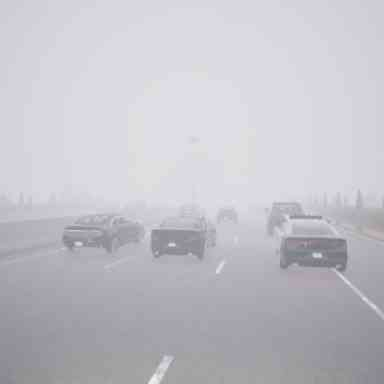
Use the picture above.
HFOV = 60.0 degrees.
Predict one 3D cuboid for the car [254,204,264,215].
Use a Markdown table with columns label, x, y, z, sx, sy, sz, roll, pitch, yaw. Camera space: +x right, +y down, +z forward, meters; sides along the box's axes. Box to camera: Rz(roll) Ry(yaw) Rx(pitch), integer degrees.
| label | x | y | z | sx | sy | sz | roll | pitch | yaw |
| --- | --- | --- | --- | --- | --- | --- | --- | --- | --- |
| car | 10.020 | 2.464 | 46.864 | 1.812 | 1.442 | 4.674 | 0 | -1 | 10 |

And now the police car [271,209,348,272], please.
| label | x | y | z | sx | sy | sz | roll | pitch | yaw |
| --- | --- | --- | --- | --- | --- | --- | --- | --- | --- |
| police car | 3.999 | 1.618 | 11.787 | 1.930 | 1.638 | 5.238 | 0 | -1 | 11 |

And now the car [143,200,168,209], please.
| label | x | y | z | sx | sy | sz | roll | pitch | yaw |
| --- | --- | --- | --- | --- | --- | --- | --- | --- | --- |
| car | -4.691 | 2.177 | 45.554 | 2.097 | 1.767 | 4.553 | 0 | -1 | 10 |

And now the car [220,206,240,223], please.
| label | x | y | z | sx | sy | sz | roll | pitch | yaw |
| --- | --- | --- | --- | --- | --- | --- | --- | --- | --- |
| car | 3.485 | 2.097 | 31.673 | 1.837 | 1.490 | 4.892 | 0 | -1 | 11 |

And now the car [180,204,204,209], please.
| label | x | y | z | sx | sy | sz | roll | pitch | yaw |
| --- | --- | --- | --- | --- | --- | --- | --- | --- | --- |
| car | 0.003 | 1.933 | 32.098 | 2.097 | 1.767 | 4.553 | 0 | -1 | 11 |

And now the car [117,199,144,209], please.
| label | x | y | z | sx | sy | sz | roll | pitch | yaw |
| --- | --- | --- | --- | --- | --- | --- | --- | --- | --- |
| car | -7.999 | 2.051 | 46.707 | 2.150 | 2.045 | 5.566 | 0 | -1 | 11 |

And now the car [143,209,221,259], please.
| label | x | y | z | sx | sy | sz | roll | pitch | yaw |
| --- | --- | --- | --- | --- | --- | --- | --- | --- | --- |
| car | -0.166 | 1.683 | 13.632 | 1.882 | 1.535 | 5.008 | 0 | -1 | 11 |

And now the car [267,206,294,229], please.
| label | x | y | z | sx | sy | sz | roll | pitch | yaw |
| --- | --- | --- | --- | --- | --- | --- | --- | --- | --- |
| car | 7.153 | 2.004 | 27.356 | 1.882 | 1.535 | 5.008 | 0 | -1 | 11 |

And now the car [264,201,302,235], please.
| label | x | y | z | sx | sy | sz | roll | pitch | yaw |
| --- | --- | --- | --- | --- | --- | --- | --- | --- | --- |
| car | 5.970 | 1.625 | 21.511 | 2.150 | 2.045 | 5.566 | 0 | -1 | 11 |

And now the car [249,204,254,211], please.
| label | x | y | z | sx | sy | sz | roll | pitch | yaw |
| --- | --- | --- | --- | --- | --- | --- | --- | --- | --- |
| car | 11.742 | 2.805 | 61.371 | 1.994 | 1.385 | 4.181 | 0 | -1 | 1 |

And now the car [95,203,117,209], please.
| label | x | y | z | sx | sy | sz | roll | pitch | yaw |
| --- | --- | --- | --- | --- | --- | --- | --- | --- | --- |
| car | -11.679 | 2.274 | 46.175 | 1.882 | 1.535 | 5.008 | 0 | -1 | 11 |

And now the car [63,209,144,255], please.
| label | x | y | z | sx | sy | sz | roll | pitch | yaw |
| --- | --- | --- | --- | --- | --- | --- | --- | --- | --- |
| car | -3.589 | 1.692 | 14.367 | 2.128 | 1.511 | 4.902 | 0 | -1 | 11 |
